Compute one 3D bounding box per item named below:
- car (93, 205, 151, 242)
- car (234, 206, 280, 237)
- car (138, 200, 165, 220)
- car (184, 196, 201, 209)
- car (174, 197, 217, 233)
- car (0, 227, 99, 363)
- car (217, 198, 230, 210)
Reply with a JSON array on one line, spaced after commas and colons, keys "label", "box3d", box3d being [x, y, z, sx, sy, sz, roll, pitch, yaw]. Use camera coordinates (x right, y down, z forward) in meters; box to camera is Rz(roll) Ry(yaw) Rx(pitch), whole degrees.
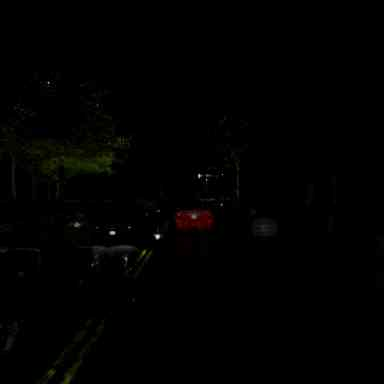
[{"label": "car", "box3d": [-3.338, 1.512, 15.903, 1.994, 1.385, 4.181, 0, 0, 0]}, {"label": "car", "box3d": [3.356, 1.468, 17.690, 1.812, 1.442, 4.674, 0, 0, 0]}, {"label": "car", "box3d": [-3.328, 1.387, 27.426, 1.882, 1.535, 5.008, 0, 0, 0]}, {"label": "car", "box3d": [0.068, 1.340, 42.822, 2.128, 1.511, 4.902, 0, 0, 0]}, {"label": "car", "box3d": [0.104, 1.289, 19.158, 2.097, 1.767, 4.553, 0, 0, 0]}, {"label": "car", "box3d": [-3.343, 1.582, 5.936, 1.895, 1.301, 4.718, 0, 0, 0]}, {"label": "car", "box3d": [3.363, 1.424, 39.762, 1.994, 1.385, 4.181, 0, 0, 0]}]
